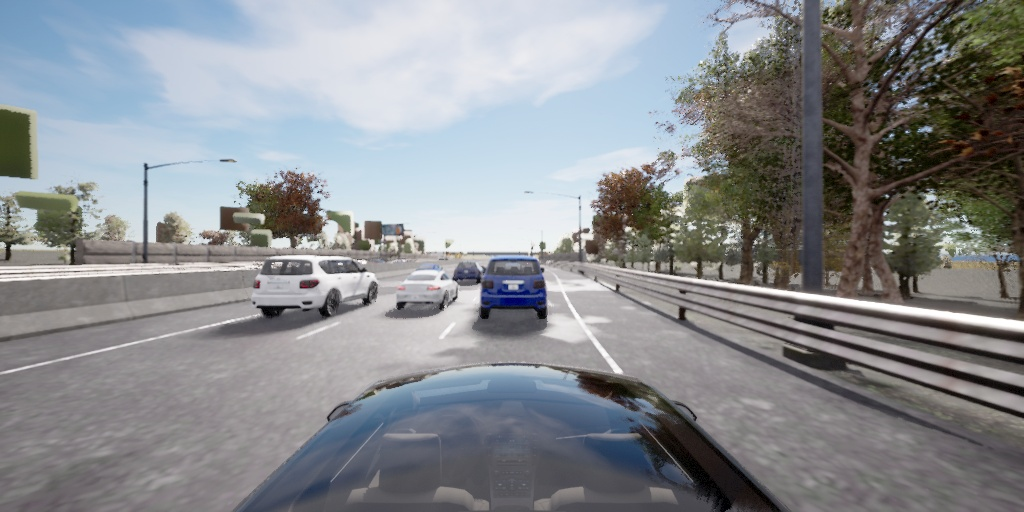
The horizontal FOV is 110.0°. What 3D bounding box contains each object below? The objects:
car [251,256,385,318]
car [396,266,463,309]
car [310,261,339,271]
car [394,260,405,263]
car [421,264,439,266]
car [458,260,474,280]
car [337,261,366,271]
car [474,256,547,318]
[{"bbox_3d":[-6.935,1.011,13.361,2.150,2.045,5.566,0,0,0],"label":"car"},{"bbox_3d":[-3.427,1.319,15.041,1.812,1.442,4.674,0,0,0],"label":"car"},{"bbox_3d":[-28.056,1.451,53.852,1.837,1.490,4.892,0,0,0],"label":"car"},{"bbox_3d":[-17.562,1.434,55.590,1.882,1.535,5.008,0,0,0],"label":"car"},{"bbox_3d":[-6.927,1.375,30.464,1.812,1.442,4.674,0,0,0],"label":"car"},{"bbox_3d":[-3.434,1.196,29.168,2.097,1.767,4.553,0,0,0],"label":"car"},{"bbox_3d":[-24.550,1.499,54.961,2.033,1.411,5.357,0,0,1],"label":"car"},{"bbox_3d":[0.064,1.012,13.334,2.150,2.045,5.566,0,0,0],"label":"car"}]
